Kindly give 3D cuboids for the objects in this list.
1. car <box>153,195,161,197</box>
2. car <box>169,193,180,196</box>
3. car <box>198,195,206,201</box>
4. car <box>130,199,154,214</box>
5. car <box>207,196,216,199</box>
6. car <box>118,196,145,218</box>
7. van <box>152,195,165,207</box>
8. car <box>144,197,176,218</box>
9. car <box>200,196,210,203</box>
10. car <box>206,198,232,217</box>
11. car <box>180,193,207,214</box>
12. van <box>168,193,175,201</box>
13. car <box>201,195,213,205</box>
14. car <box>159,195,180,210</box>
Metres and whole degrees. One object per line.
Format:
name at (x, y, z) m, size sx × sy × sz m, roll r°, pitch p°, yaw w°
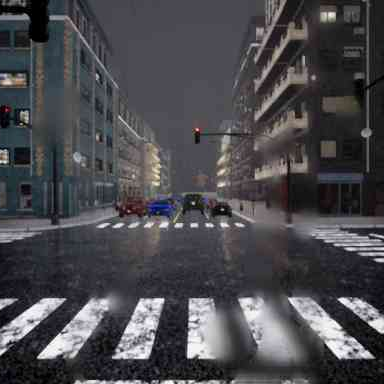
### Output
car at (-5.266, 1.517, 46.995) m, size 1.887 × 1.381 × 4.507 m, roll 0°, pitch 0°, yaw 0°
car at (-2.743, 1.184, 59.140) m, size 2.150 × 2.045 × 5.566 m, roll 0°, pitch 0°, yaw 1°
car at (2.653, 1.475, 85.852) m, size 1.887 × 1.381 × 4.507 m, roll 0°, pitch 0°, yaw 0°
car at (-5.278, 1.526, 35.891) m, size 1.887 × 1.381 × 4.507 m, roll 0°, pitch 0°, yaw 0°
car at (2.608, 1.559, 41.436) m, size 1.802 × 1.307 × 4.206 m, roll 0°, pitch 0°, yaw 0°
car at (-5.283, 1.301, 30.339) m, size 2.192 × 1.841 × 5.009 m, roll 0°, pitch 0°, yaw 0°
van at (-5.260, 1.308, 52.547) m, size 1.690 × 1.788 × 3.998 m, roll 0°, pitch 0°, yaw 0°
car at (-2.822, 1.463, 30.279) m, size 1.882 × 1.535 × 5.008 m, roll 0°, pitch 0°, yaw 0°
car at (2.637, 1.501, 69.196) m, size 2.008 × 1.369 × 4.403 m, roll 0°, pitch 0°, yaw 0°
car at (2.597, 1.551, 30.332) m, size 1.947 × 1.339 × 4.313 m, roll 0°, pitch 0°, yaw 0°
car at (0.135, 1.203, 35.406) m, size 2.150 × 2.045 × 5.566 m, roll 0°, pitch 0°, yaw 0°
van at (-5.226, 1.272, 85.859) m, size 1.690 × 1.788 × 3.998 m, roll 0°, pitch 0°, yaw 0°
car at (2.626, 1.402, 58.091) m, size 1.967 × 1.590 × 4.097 m, roll 0°, pitch 0°, yaw 0°
car at (-2.806, 1.481, 40.647) m, size 1.837 × 1.490 × 4.892 m, roll 0°, pitch 0°, yaw 0°
